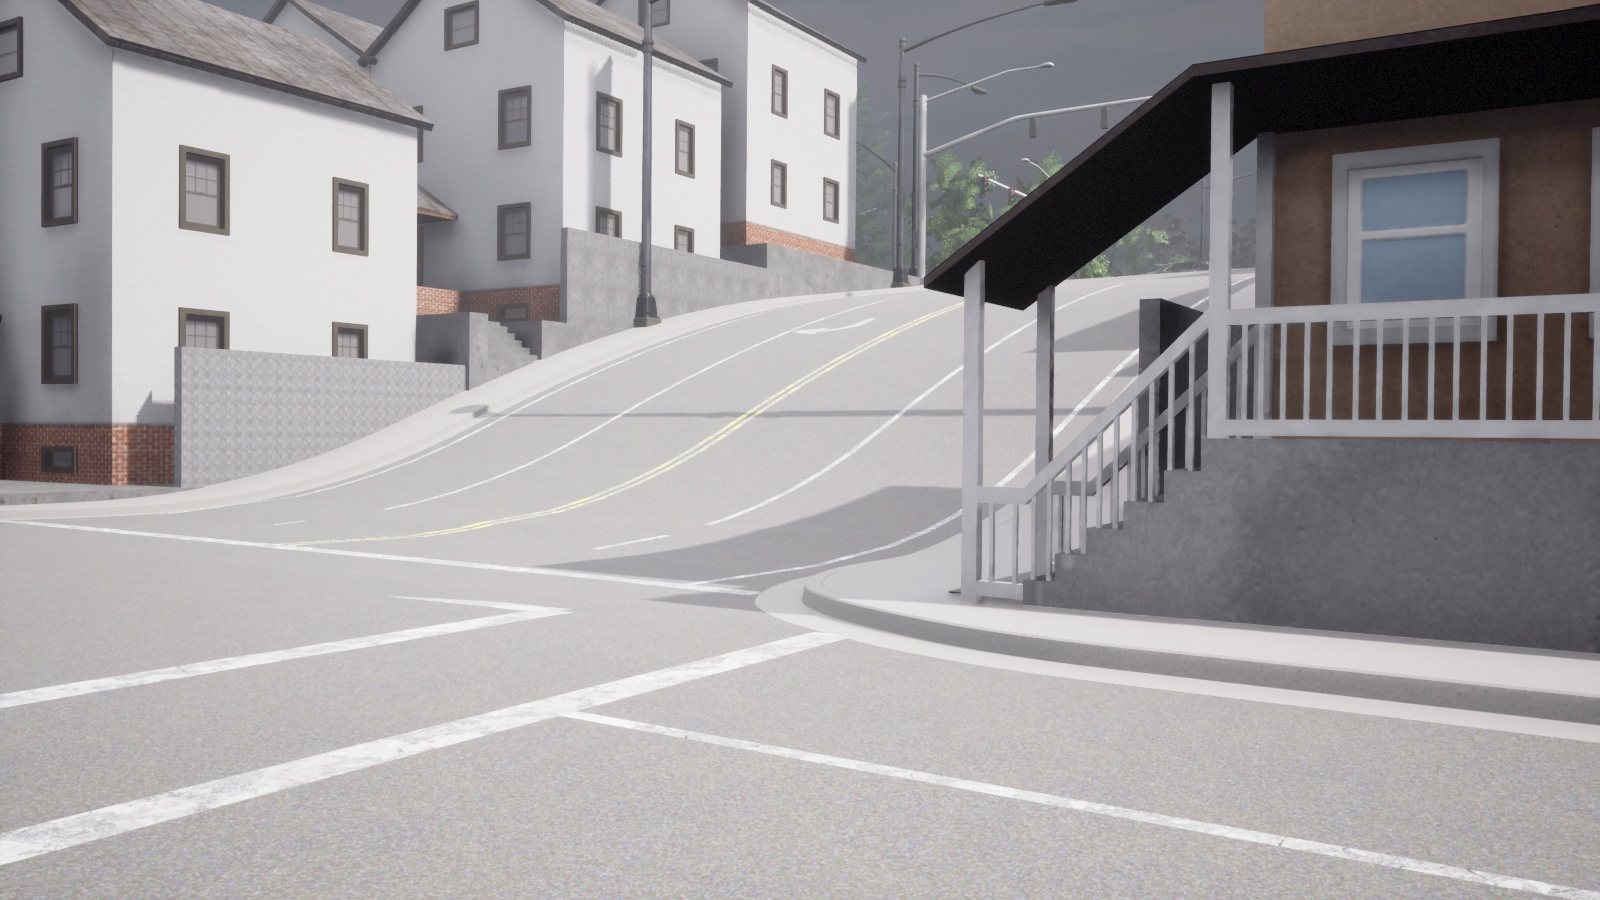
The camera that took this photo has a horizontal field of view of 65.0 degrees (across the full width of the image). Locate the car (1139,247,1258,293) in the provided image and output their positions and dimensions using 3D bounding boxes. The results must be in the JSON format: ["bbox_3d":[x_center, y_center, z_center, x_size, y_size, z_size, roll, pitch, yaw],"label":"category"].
[{"bbox_3d":[18.304,-8.261,57.793,4.892,1.490,1.837,-1,1,33],"label":"car"}]
